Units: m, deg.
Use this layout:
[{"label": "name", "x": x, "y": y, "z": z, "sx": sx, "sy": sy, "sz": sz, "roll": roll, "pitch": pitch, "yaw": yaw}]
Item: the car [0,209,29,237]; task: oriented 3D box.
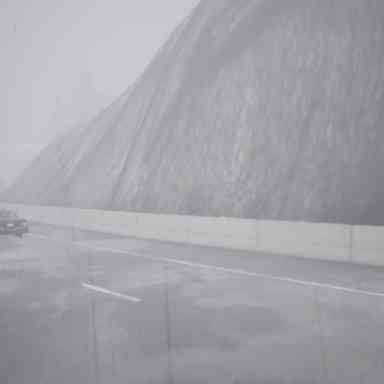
[{"label": "car", "x": -10.190, "y": 1.559, "z": 16.941, "sx": 5.357, "sy": 1.411, "sz": 2.033, "roll": 0, "pitch": 0, "yaw": 42}]
